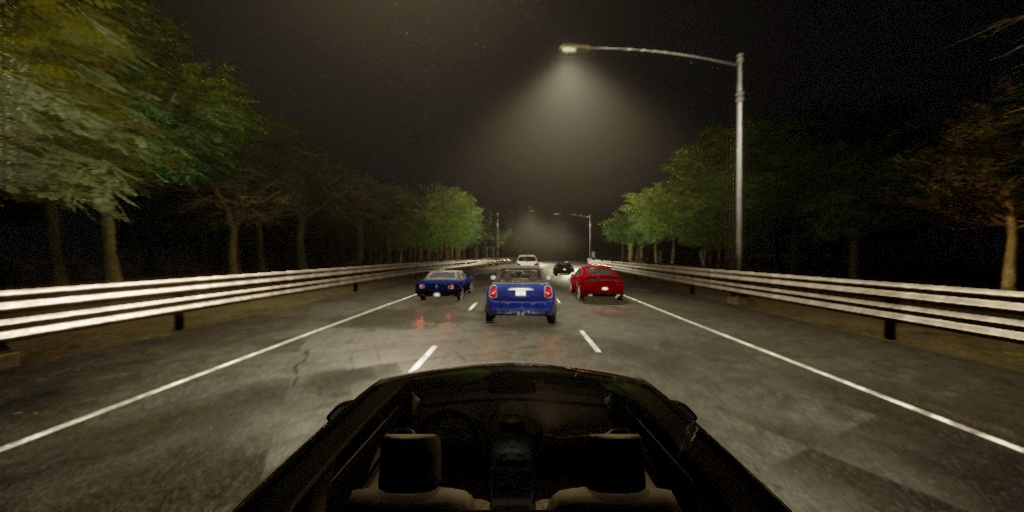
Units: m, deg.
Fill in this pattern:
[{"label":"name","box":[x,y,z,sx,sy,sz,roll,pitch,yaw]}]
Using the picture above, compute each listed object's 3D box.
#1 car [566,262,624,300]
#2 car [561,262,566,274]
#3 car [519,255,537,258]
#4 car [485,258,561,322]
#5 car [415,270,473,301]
[{"label":"car","box":[3.985,1.203,17.443,1.882,1.535,5.008,0,0,2]},{"label":"car","box":[5.259,1.253,36.682,1.994,1.385,4.181,0,0,5]},{"label":"car","box":[1.573,0.909,34.866,2.150,2.045,5.566,0,0,5]},{"label":"car","box":[0.305,1.082,12.311,2.097,1.767,4.553,0,0,2]},{"label":"car","box":[-3.043,1.318,17.160,1.895,1.301,4.718,0,0,2]}]
